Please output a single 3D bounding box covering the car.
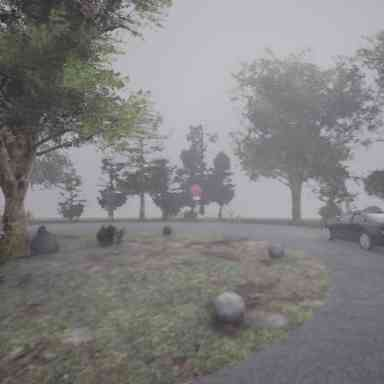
[{"bbox_3d":[7.644,1.585,14.760,1.882,1.535,5.008,0,-1,-7],"label":"car"}]
